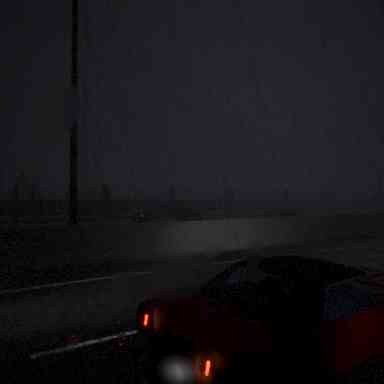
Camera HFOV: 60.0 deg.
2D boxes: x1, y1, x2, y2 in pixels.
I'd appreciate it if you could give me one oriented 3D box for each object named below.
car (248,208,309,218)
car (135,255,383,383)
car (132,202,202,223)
[{"bbox_3d":[4.846,1.611,18.668,4.181,1.385,1.994,0,0,-26],"label":"car"},{"bbox_3d":[1.730,1.615,4.731,4.718,1.301,1.895,0,0,-33],"label":"car"},{"bbox_3d":[-1.694,1.476,23.137,5.008,1.535,1.882,0,0,-28],"label":"car"}]
